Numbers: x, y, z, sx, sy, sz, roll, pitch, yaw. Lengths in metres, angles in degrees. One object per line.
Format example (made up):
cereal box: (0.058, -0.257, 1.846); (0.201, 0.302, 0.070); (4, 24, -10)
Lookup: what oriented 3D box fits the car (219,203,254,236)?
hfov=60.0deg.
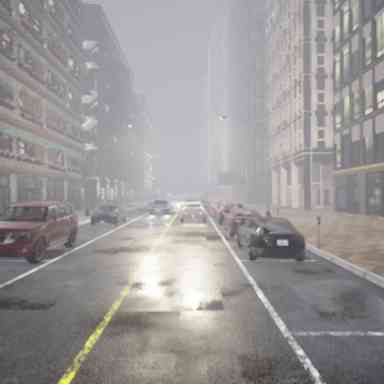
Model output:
car: (2.695, 1.511, 17.623); (1.887, 1.381, 4.507); (1, 0, 0)

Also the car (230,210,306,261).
car: (2.696, 1.544, 11.973); (1.947, 1.339, 4.313); (1, 0, 0)

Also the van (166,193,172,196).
van: (-5.798, 1.166, 85.466); (1.690, 1.788, 3.998); (1, 0, 0)

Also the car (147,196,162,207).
car: (-5.700, 1.423, 51.360); (1.752, 1.417, 4.829); (1, 0, 0)

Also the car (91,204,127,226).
car: (-5.689, 1.520, 23.273); (1.947, 1.339, 4.313); (1, 0, 0)

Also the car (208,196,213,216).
car: (2.691, 1.384, 28.926); (1.967, 1.590, 4.097); (1, 0, 0)

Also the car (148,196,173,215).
car: (-3.112, 1.461, 32.983); (1.812, 1.442, 4.674); (0, 0, 0)

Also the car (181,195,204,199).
car: (0.082, 1.419, 42.707); (2.163, 1.488, 4.792); (0, 0, 0)

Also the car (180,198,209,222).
car: (0.089, 1.476, 25.735); (1.812, 1.442, 4.674); (0, 0, 0)

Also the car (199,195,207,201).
car: (2.667, 1.420, 79.786); (1.802, 1.307, 4.206); (1, 0, 0)

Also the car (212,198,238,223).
car: (2.694, 1.395, 23.275); (1.967, 1.590, 4.097); (1, 0, 0)

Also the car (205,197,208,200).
car: (2.687, 1.483, 34.577); (2.008, 1.369, 4.403); (1, 0, 0)

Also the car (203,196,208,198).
car: (2.685, 1.472, 40.229); (2.008, 1.369, 4.403); (1, 0, 0)

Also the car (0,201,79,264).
car: (-5.680, 1.292, 11.971); (2.192, 1.841, 5.009); (1, 0, 0)

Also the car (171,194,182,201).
car: (-3.032, 1.326, 74.363); (1.812, 1.442, 4.674); (0, 0, 0)
